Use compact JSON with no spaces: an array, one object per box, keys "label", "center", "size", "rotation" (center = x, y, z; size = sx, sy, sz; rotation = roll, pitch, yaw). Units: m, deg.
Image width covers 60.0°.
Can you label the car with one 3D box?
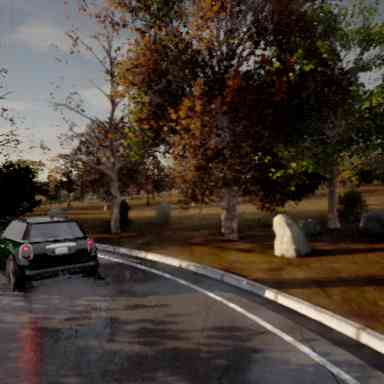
[{"label":"car","center":[-4.575,1.498,9.874],"size":[2.097,1.767,4.553],"rotation":[-1,0,-39]}]
